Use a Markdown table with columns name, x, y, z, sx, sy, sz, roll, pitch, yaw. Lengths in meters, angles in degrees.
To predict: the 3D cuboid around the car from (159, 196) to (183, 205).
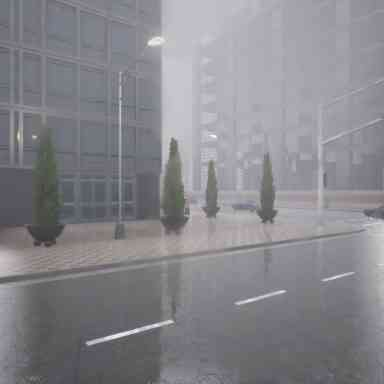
| name | x | y | z | sx | sy | sz | roll | pitch | yaw |
| --- | --- | --- | --- | --- | --- | --- | --- | --- | --- |
| car | -3.829 | 1.547 | 59.927 | 2.128 | 1.511 | 4.902 | 0 | 0 | -36 |

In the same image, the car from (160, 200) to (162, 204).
| name | x | y | z | sx | sy | sz | roll | pitch | yaw |
| --- | --- | --- | --- | --- | --- | --- | --- | --- | --- |
| car | -7.293 | 1.406 | 58.596 | 2.097 | 1.767 | 4.553 | 0 | 0 | -36 |

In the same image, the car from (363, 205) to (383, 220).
| name | x | y | z | sx | sy | sz | roll | pitch | yaw |
| --- | --- | --- | --- | --- | --- | --- | --- | --- | --- |
| car | 16.734 | 1.644 | 27.036 | 4.718 | 1.301 | 1.895 | -1 | -1 | 42 |

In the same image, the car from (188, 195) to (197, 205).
| name | x | y | z | sx | sy | sz | roll | pitch | yaw |
| --- | --- | --- | --- | --- | --- | --- | --- | --- | --- |
| car | -1.005 | 1.407 | 61.995 | 2.097 | 1.767 | 4.553 | 0 | 0 | -36 |

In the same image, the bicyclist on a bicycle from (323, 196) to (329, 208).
| name | x | y | z | sx | sy | sz | roll | pitch | yaw |
| --- | --- | --- | --- | --- | --- | --- | --- | --- | --- |
| bicyclist on a bicycle | 17.854 | 1.356 | 44.381 | 1.656 | 1.620 | 0.582 | 0 | 0 | -36 |

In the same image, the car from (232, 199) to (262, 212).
| name | x | y | z | sx | sy | sz | roll | pitch | yaw |
| --- | --- | --- | --- | --- | --- | --- | --- | --- | --- |
| car | 6.722 | 1.581 | 39.334 | 1.812 | 1.442 | 4.674 | 0 | 0 | -36 |
